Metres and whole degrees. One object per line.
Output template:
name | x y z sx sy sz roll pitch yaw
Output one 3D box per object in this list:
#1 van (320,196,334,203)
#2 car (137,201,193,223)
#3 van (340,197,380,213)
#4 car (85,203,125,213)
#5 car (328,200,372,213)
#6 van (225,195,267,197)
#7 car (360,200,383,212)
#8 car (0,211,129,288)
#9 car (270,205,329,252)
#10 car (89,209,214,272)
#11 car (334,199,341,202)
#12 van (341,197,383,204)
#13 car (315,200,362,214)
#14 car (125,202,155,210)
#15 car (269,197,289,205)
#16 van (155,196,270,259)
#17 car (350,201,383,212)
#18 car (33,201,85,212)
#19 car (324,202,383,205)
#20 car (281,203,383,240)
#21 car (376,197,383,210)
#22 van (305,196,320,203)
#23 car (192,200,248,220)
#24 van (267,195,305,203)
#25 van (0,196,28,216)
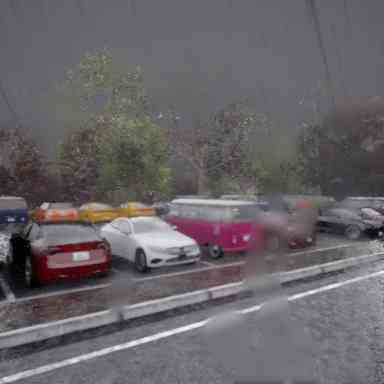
van | 13.333 1.436 37.963 1.878 1.987 4.442 1 -1 -35
car | -2.270 1.512 26.691 2.231 1.521 4.892 0 0 -35
van | 22.355 1.641 44.393 1.878 1.987 4.442 1 -1 -35
car | -6.885 1.497 23.403 2.097 1.535 5.008 0 0 -35
car | 20.267 1.858 42.759 2.002 1.452 4.674 1 -1 -35
van | 4.561 1.305 31.424 1.878 1.987 4.442 0 0 -35
car | 27.036 1.972 47.579 2.097 1.535 5.008 1 -1 -35
car | -3.889 1.515 9.519 2.163 1.488 4.792 0 0 -35
car | 2.907 1.505 14.333 2.097 1.535 5.008 0 0 -35
car | -1.613 1.532 11.108 2.002 1.452 4.674 0 0 -35
car | 15.674 1.462 39.453 2.435 2.045 5.566 1 -1 -35
van | 12.021 1.306 20.679 1.878 1.987 4.442 0 0 -35
car | 18.014 1.767 41.149 2.097 1.535 5.008 1 -1 -35
car | -4.526 1.504 25.084 2.097 1.535 5.008 0 0 -35
car | 6.746 1.538 33.131 2.097 1.535 5.008 0 0 -35
van | 0.582 1.273 12.812 1.878 1.987 4.442 0 0 -35
car | 24.673 1.958 45.906 2.002 1.452 4.674 1 -1 -35
car | -9.023 1.365 21.846 2.185 1.767 4.553 0 0 -35
car | 9.691 1.565 19.164 2.002 1.452 4.674 0 0 -35
car | 7.448 1.548 17.526 2.163 1.488 4.792 0 0 -36
car | 31.564 1.823 50.779 2.435 2.045 5.566 1 -1 -35
van | 11.180 1.387 36.428 1.878 1.987 4.442 1 -1 -35
car | 2.346 1.522 29.762 1.946 1.575 5.366 0 0 -36
van | 8.952 1.334 34.554 1.878 1.987 4.442 1 0 -35
van | -11.365 1.258 20.360 1.878 1.987 4.442 0 0 -35
